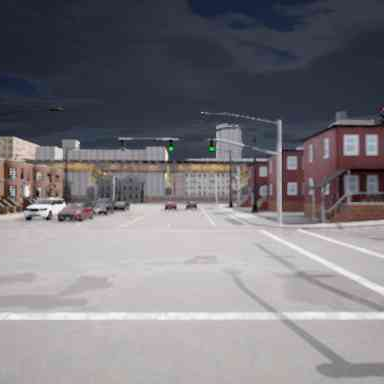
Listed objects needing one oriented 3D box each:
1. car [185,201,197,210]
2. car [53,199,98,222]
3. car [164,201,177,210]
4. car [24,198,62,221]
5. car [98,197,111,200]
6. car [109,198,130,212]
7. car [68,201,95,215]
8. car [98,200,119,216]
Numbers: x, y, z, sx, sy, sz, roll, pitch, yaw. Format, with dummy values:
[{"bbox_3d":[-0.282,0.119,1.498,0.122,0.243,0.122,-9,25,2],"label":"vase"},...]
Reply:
[{"bbox_3d":[-0.066,2.243,56.543,1.812,1.442,4.674,0,-1,0],"label":"car"},{"bbox_3d":[-10.626,1.742,30.642,2.097,1.767,4.553,0,-1,0],"label":"car"},{"bbox_3d":[-3.463,2.221,54.731,1.812,1.442,4.674,0,-1,0],"label":"car"},{"bbox_3d":[-14.138,1.636,32.474,2.150,2.045,5.566,0,-1,0],"label":"car"},{"bbox_3d":[-14.128,1.904,53.685,2.150,2.045,5.566,0,-1,0],"label":"car"},{"bbox_3d":[-10.639,2.114,50.028,1.882,1.535,5.008,0,-1,0],"label":"car"},{"bbox_3d":[-14.144,2.024,42.959,1.882,1.535,5.008,0,-1,0],"label":"car"},{"bbox_3d":[-10.643,1.998,39.787,2.128,1.511,4.902,0,-1,0],"label":"car"}]
